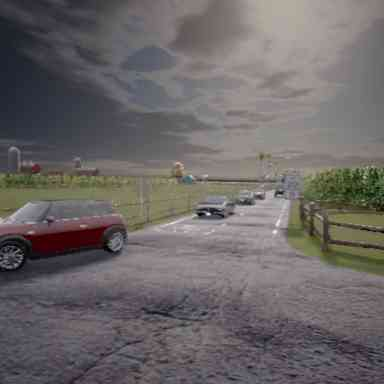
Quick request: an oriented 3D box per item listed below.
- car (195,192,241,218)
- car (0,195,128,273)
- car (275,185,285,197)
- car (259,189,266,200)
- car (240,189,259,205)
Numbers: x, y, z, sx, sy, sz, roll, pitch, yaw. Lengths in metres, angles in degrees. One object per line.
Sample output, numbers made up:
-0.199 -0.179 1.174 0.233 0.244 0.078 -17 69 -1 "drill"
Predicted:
1.801 0.918 23.065 2.033 1.411 5.357 1 2 17 "car"
-4.138 0.989 9.623 2.097 1.767 4.553 2 2 41 "car"
15.776 -0.178 58.641 2.150 2.045 5.566 1 2 17 "car"
9.667 0.289 48.598 1.837 1.490 4.892 2 2 18 "car"
5.912 0.570 36.472 1.837 1.490 4.892 1 2 17 "car"
